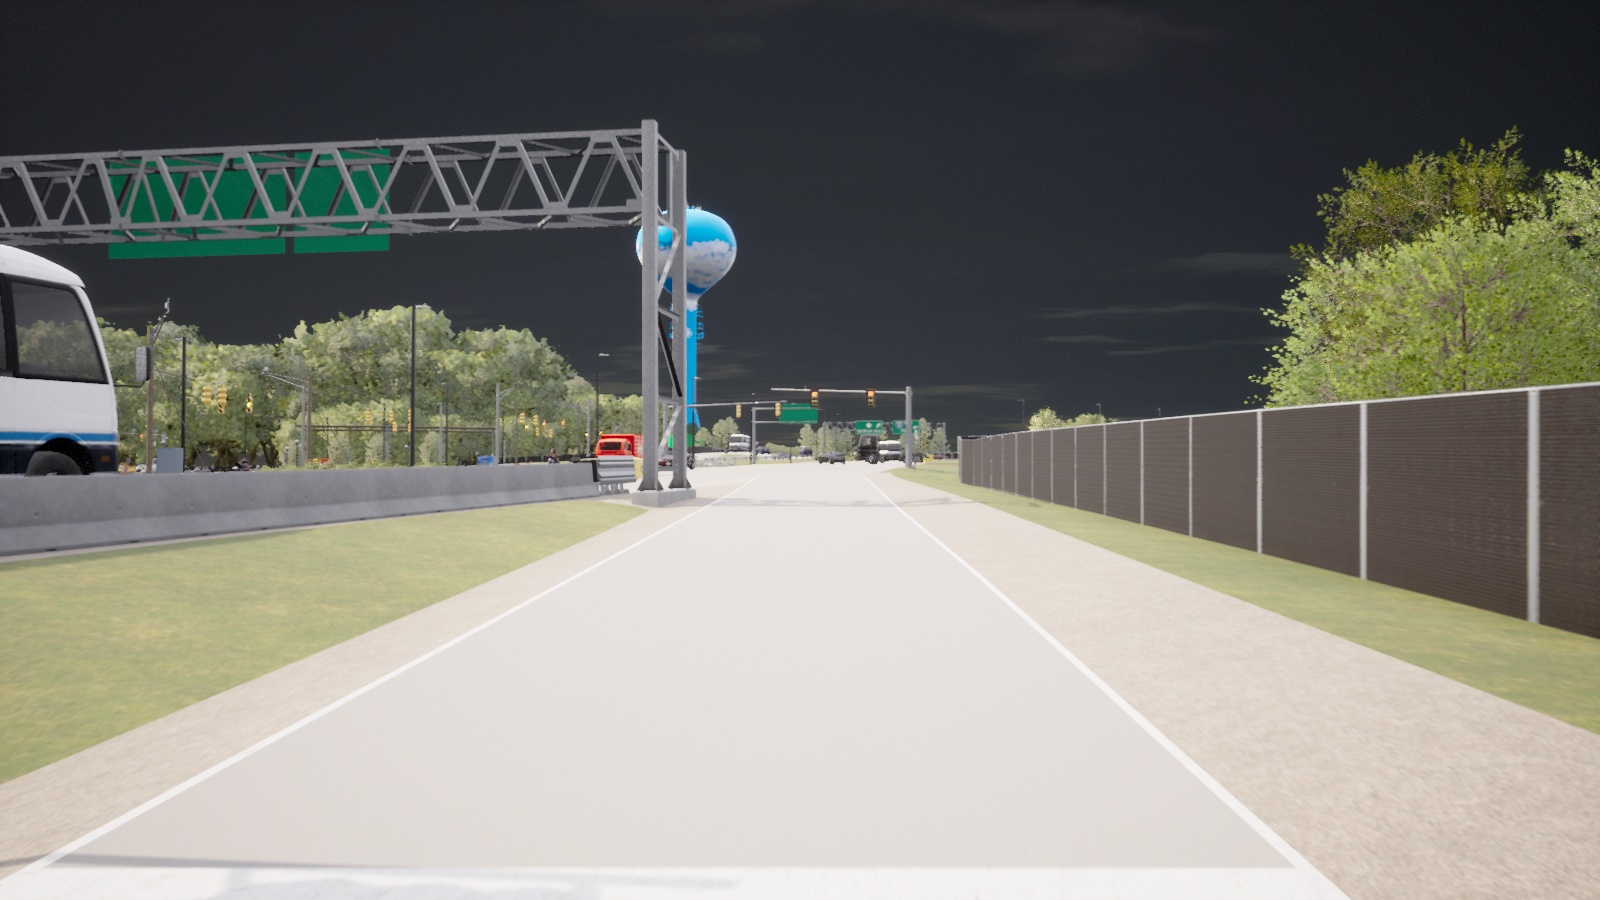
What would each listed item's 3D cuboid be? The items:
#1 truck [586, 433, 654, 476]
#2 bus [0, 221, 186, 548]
[{"bbox_3d":[-10.720,0.291,75.304,2.627,2.467,5.204,0,0,8],"label":"truck"},{"bbox_3d":[-12.598,-0.856,15.276,3.944,4.253,10.273,0,0,10],"label":"bus"}]
